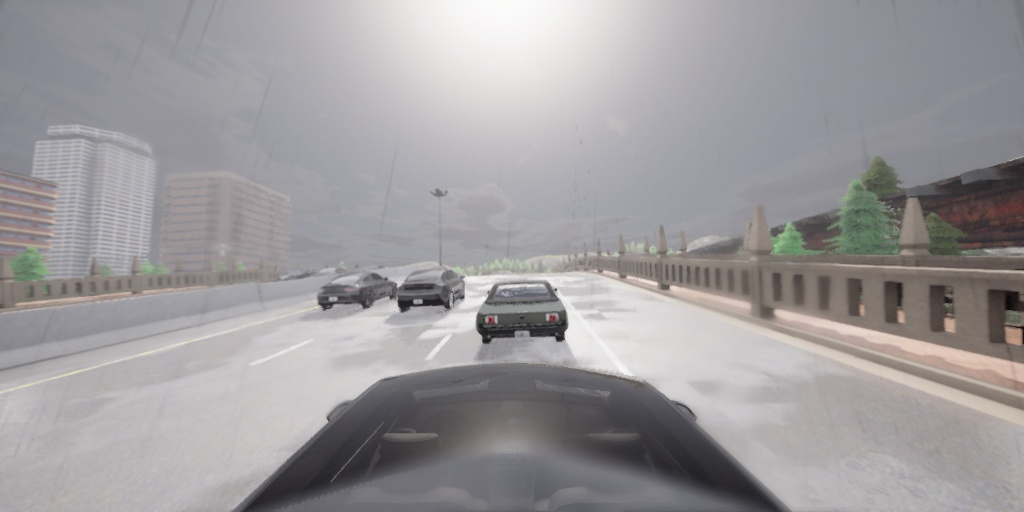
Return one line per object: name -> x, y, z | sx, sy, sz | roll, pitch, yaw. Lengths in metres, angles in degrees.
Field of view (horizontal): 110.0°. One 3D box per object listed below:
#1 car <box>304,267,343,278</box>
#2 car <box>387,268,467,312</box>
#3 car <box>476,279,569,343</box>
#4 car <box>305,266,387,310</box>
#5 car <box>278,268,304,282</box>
car -> -16.483, 1.753, 32.813 | 1.812, 1.442, 4.674 | -2, -2, 3
car -> -3.043, 1.231, 14.322 | 1.837, 1.490, 4.892 | -2, 1, 2
car -> 0.280, 1.246, 9.354 | 1.895, 1.301, 4.718 | -2, 1, 2
car -> -6.499, 1.384, 15.485 | 1.812, 1.442, 4.674 | -2, 1, 2
car -> -19.929, 1.892, 33.963 | 2.128, 1.511, 4.902 | -2, -2, 2
